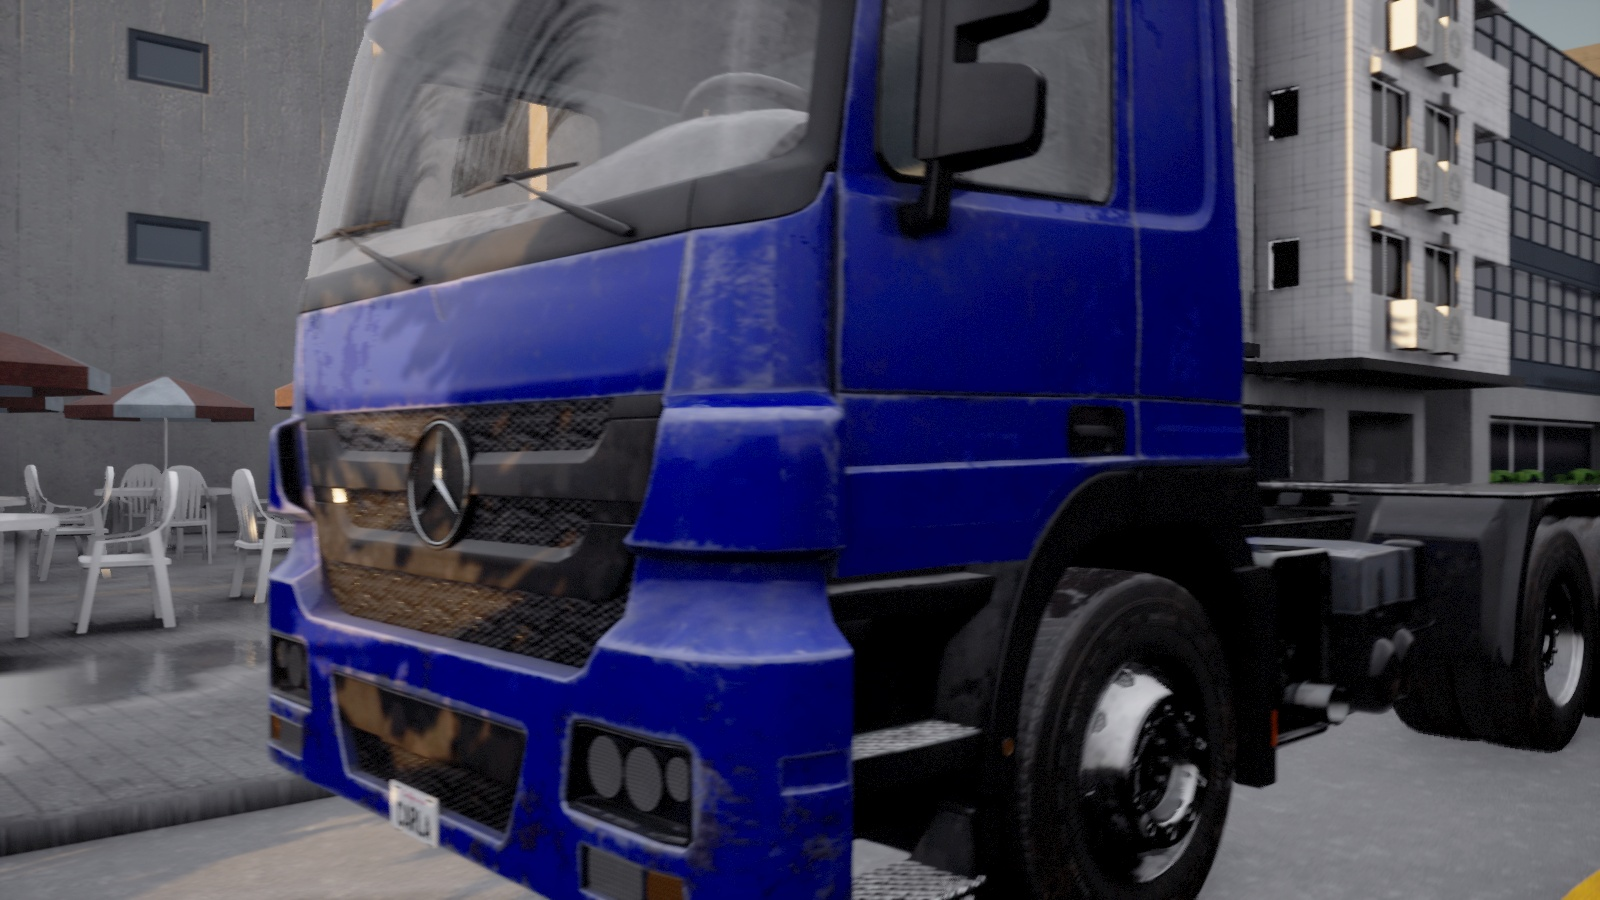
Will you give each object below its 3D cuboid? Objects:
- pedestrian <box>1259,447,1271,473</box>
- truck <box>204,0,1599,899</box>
[{"bbox_3d":[34.266,0.736,92.511,0.402,1.842,0.726,0,0,-28],"label":"pedestrian"},{"bbox_3d":[1.726,-0.216,6.198,7.936,3.462,2.891,0,0,-42],"label":"truck"}]
